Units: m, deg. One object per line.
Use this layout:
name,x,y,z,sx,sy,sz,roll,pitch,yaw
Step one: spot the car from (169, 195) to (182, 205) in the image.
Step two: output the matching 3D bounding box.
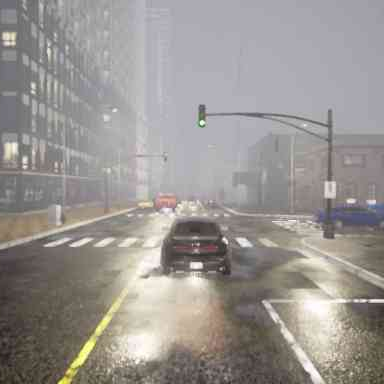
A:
car,-3.008,1.365,59.884,2.097,1.767,4.553,0,0,0

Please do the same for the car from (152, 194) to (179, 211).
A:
car,-3.109,1.229,40.198,2.150,2.045,5.566,0,0,0

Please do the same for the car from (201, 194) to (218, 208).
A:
car,2.669,1.450,47.897,1.967,1.590,4.097,-1,0,0

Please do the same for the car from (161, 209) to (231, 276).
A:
car,0.099,1.506,10.338,1.837,1.490,4.892,0,0,0

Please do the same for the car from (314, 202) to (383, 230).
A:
car,10.764,1.624,22.142,5.008,1.535,1.882,0,-1,0

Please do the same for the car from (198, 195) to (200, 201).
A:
car,2.665,1.328,59.186,2.192,1.841,5.009,-1,0,0

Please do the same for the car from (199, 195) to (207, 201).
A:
car,2.666,1.570,81.762,2.008,1.369,4.403,-1,0,0

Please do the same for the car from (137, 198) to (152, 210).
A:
car,-5.846,1.533,42.137,1.752,1.417,4.829,-1,0,0

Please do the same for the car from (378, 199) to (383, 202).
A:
car,15.546,1.364,25.027,5.566,2.045,2.150,1,1,1

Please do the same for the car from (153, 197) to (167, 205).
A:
car,-5.678,1.579,59.239,1.947,1.339,4.313,-1,0,0

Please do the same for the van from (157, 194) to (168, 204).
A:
van,-5.682,1.355,64.883,1.690,1.788,3.998,-1,0,0

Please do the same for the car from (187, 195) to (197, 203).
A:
car,-0.011,1.516,68.827,1.837,1.490,4.892,0,0,0

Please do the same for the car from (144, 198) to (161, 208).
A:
car,-5.676,1.576,47.950,1.947,1.339,4.313,-1,0,0

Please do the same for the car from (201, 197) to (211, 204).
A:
car,2.669,1.596,64.829,1.802,1.307,4.206,-1,0,0

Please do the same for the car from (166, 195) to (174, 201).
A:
car,-5.683,1.547,87.290,1.752,1.417,4.829,-1,0,0

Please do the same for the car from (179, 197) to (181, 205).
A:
car,-3.084,1.502,49.952,2.128,1.511,4.902,0,0,0

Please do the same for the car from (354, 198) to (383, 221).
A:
car,16.522,1.427,27.611,5.009,1.841,2.192,1,0,1

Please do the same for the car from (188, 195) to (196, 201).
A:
car,-0.013,1.479,79.240,2.033,1.411,5.357,0,0,0
